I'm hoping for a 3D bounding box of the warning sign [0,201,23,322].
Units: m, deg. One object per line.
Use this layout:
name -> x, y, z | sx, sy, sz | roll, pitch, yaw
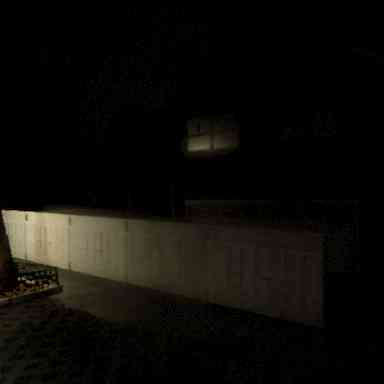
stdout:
warning sign -> -3.598, 1.097, 5.204 | 1.060, 1.860, 1.300 | -2, 1, 36
